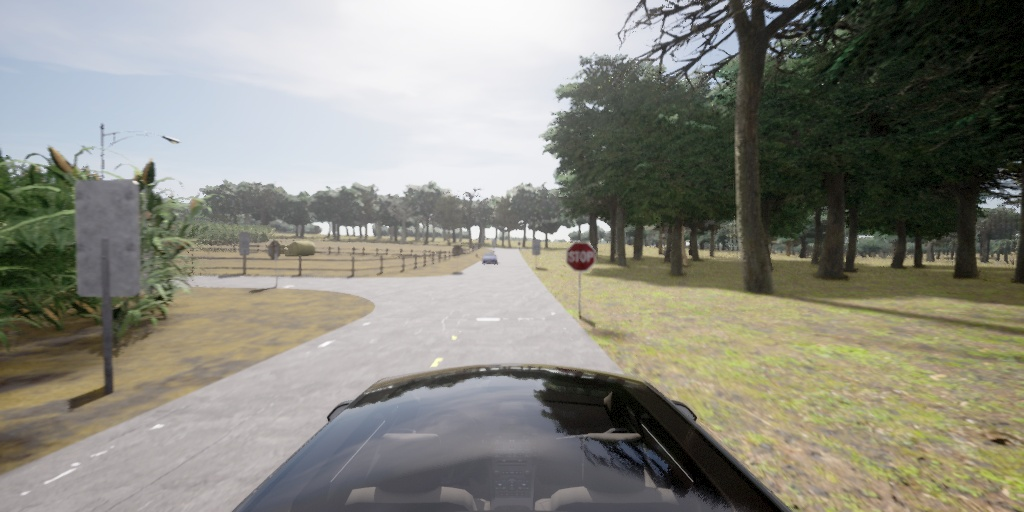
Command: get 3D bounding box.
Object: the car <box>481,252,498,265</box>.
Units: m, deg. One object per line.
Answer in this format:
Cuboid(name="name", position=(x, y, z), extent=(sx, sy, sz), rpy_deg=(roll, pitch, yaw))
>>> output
Cuboid(name="car", position=(-2.746, 0.280, 45.030), extent=(1.812, 1.442, 4.674), rpy_deg=(0, 2, 0))
